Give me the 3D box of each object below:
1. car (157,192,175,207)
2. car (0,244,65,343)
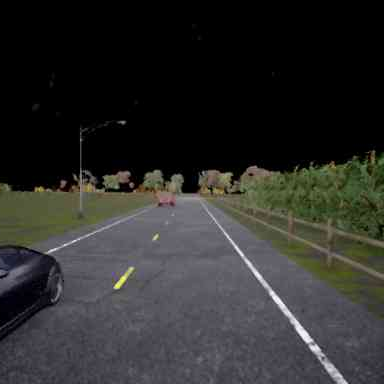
[{"bbox_3d":[-3.568,1.041,46.591,2.150,2.045,5.566,0,0,0],"label":"car"},{"bbox_3d":[-3.597,1.544,5.125,1.994,1.385,4.181,0,0,0],"label":"car"}]
